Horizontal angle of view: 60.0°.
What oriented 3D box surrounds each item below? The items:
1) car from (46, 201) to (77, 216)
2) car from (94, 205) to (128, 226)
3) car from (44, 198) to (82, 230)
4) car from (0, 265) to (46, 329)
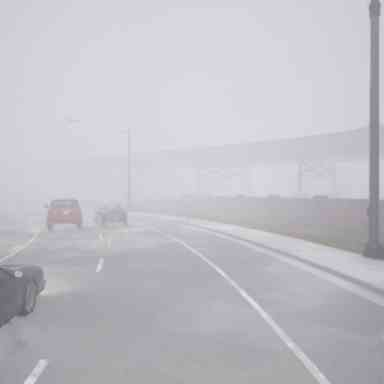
[{"bbox_3d":[-15.520,1.871,39.416,1.801,1.575,5.366,-1,0,-41],"label":"car"},{"bbox_3d":[-6.319,1.723,25.595,2.128,1.511,4.902,0,0,-25],"label":"car"},{"bbox_3d":[-9.210,1.473,23.725,2.150,2.045,5.566,0,-1,-25],"label":"car"},{"bbox_3d":[-3.764,1.600,4.533,2.033,1.411,5.357,0,-1,-6],"label":"car"}]
